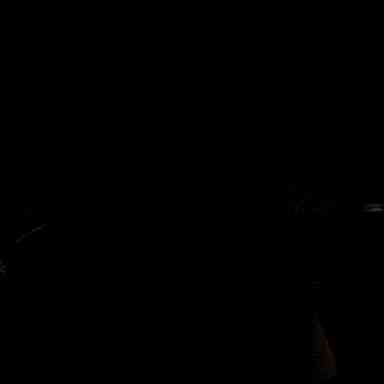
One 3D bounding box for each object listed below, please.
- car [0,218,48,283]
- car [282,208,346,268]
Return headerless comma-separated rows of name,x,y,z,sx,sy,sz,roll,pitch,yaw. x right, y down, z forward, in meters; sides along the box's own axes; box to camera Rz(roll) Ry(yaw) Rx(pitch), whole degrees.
car,-4.103,1.521,9.663,4.892,1.490,1.837,1,0,-35
car,2.663,1.409,10.187,4.553,1.767,2.097,1,0,-35
